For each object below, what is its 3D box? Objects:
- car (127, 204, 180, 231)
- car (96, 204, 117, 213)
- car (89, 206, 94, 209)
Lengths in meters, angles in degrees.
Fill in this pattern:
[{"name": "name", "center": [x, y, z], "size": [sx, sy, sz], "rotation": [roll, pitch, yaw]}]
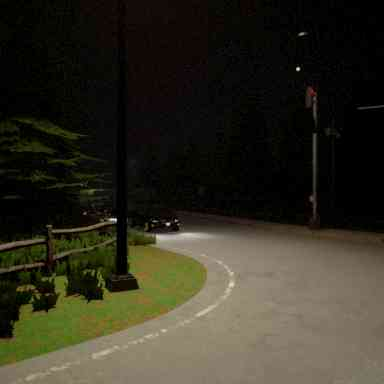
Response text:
[{"name": "car", "center": [-2.368, 1.480, 19.742], "size": [1.837, 1.490, 4.892], "rotation": [0, 0, -27]}, {"name": "car", "center": [-6.948, 1.537, 29.567], "size": [1.994, 1.385, 4.181], "rotation": [0, 0, -24]}, {"name": "car", "center": [-11.202, 1.499, 39.096], "size": [1.812, 1.442, 4.674], "rotation": [0, 0, -24]}]
